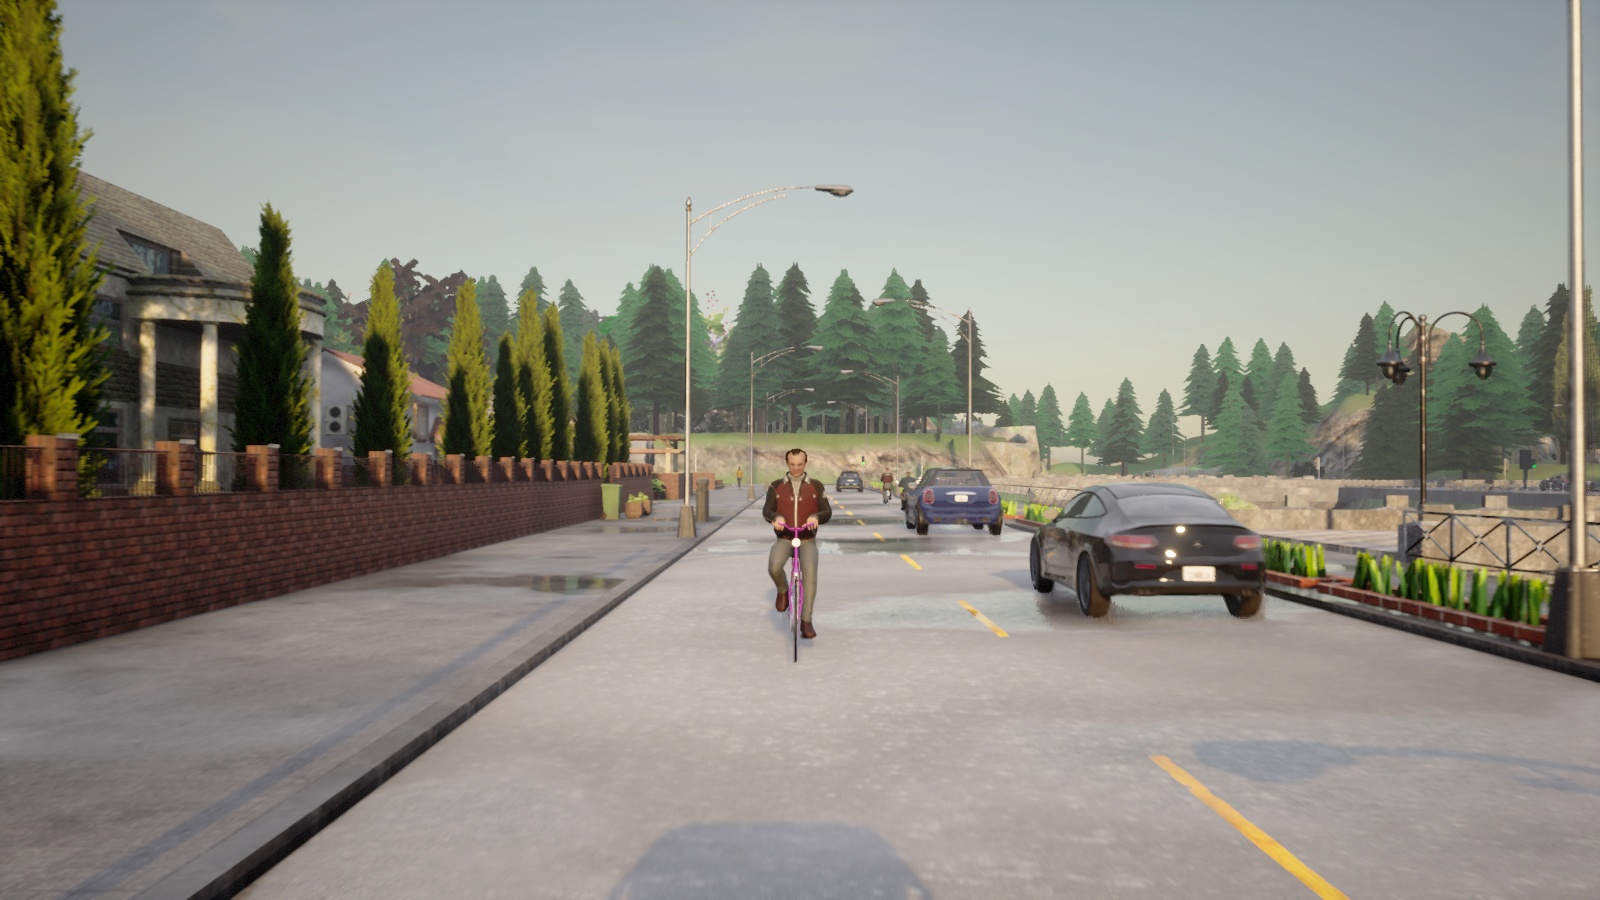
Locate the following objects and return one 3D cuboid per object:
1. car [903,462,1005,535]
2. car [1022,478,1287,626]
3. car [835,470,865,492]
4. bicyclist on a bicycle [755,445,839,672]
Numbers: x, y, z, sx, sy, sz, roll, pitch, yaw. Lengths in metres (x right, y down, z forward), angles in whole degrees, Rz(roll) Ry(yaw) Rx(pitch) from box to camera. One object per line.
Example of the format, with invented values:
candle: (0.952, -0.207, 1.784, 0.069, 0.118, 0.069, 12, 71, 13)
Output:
car: (3.917, 1.206, 32.740, 2.097, 1.767, 4.553, 0, -1, 0)
car: (3.964, 1.075, 14.930, 1.812, 1.442, 4.674, 0, -1, 0)
car: (3.765, 2.330, 95.574, 2.033, 1.649, 4.856, 0, -1, 0)
bicyclist on a bicycle: (-0.026, 0.866, 10.777, 0.659, 1.776, 1.843, 0, -1, 0)
